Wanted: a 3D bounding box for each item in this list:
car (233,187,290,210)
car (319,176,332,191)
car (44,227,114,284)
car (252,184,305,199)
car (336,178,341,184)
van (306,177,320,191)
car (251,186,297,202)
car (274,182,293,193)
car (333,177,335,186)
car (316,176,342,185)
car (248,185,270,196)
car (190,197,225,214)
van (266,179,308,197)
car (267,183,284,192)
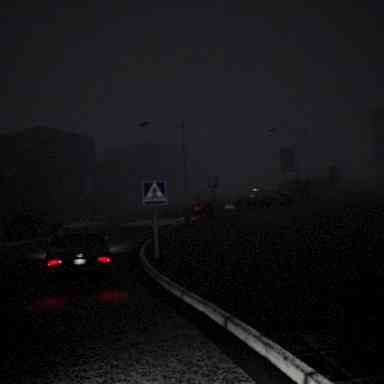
[{"bbox_3d":[6.289,0.793,31.228,4.892,1.521,2.231,-4,2,10],"label":"car"},{"bbox_3d":[18.312,-1.103,52.350,5.566,2.045,2.435,-4,2,10],"label":"car"},{"bbox_3d":[-3.668,1.848,10.826,2.033,1.411,5.357,0,-1,-19],"label":"car"},{"bbox_3d":[9.114,0.392,36.536,5.366,1.575,1.946,-4,2,10],"label":"car"},{"bbox_3d":[25.996,-1.894,65.543,5.366,1.575,1.946,-4,2,10],"label":"car"},{"bbox_3d":[15.167,-0.656,47.083,4.442,1.987,1.878,-4,2,10],"label":"van"},{"bbox_3d":[7.800,0.626,33.863,4.674,1.452,2.002,-4,2,10],"label":"car"},{"bbox_3d":[16.317,-0.825,58.894,1.882,1.535,5.008,-5,2,30],"label":"car"},{"bbox_3d":[22.767,-1.589,60.290,4.553,1.767,2.185,-4,2,10],"label":"car"},{"bbox_3d":[30.297,-2.486,73.521,4.892,1.521,2.231,-4,2,10],"label":"car"},{"bbox_3d":[11.611,-0.324,57.247,2.128,1.511,4.902,-5,2,30],"label":"car"},{"bbox_3d":[1.602,1.197,32.601,1.882,1.535,5.008,-5,1,28],"label":"car"},{"bbox_3d":[10.895,-0.058,39.124,4.442,1.987,1.878,-4,1,10],"label":"van"},{"bbox_3d":[16.596,-0.889,66.004,1.895,1.301,4.718,-5,2,30],"label":"car"}]
